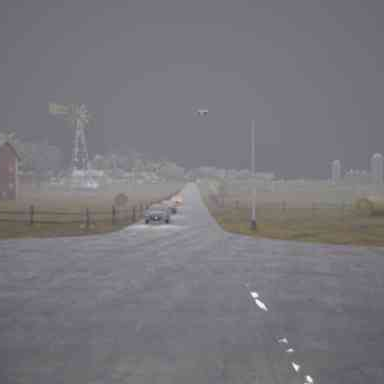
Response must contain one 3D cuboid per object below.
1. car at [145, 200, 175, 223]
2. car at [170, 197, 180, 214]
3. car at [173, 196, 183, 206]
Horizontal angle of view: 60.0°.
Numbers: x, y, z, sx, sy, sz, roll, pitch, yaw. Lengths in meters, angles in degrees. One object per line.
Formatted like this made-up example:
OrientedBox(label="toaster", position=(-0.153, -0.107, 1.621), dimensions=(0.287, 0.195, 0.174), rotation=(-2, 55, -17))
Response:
OrientedBox(label="car", position=(-2.723, 1.726, 27.634), dimensions=(1.837, 1.490, 4.892), rotation=(0, 0, 0))
OrientedBox(label="car", position=(-2.677, 1.661, 37.837), dimensions=(1.882, 1.535, 5.008), rotation=(0, 0, 0))
OrientedBox(label="car", position=(-2.569, 1.437, 54.755), dimensions=(1.882, 1.535, 5.008), rotation=(0, 1, 1))
